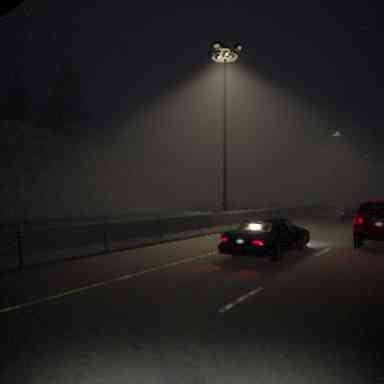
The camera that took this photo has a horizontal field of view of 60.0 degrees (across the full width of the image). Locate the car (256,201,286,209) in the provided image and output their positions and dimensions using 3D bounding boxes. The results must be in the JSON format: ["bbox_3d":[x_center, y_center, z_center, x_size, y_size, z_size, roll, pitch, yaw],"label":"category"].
[{"bbox_3d":[10.503,1.957,42.497,2.128,1.511,4.902,0,-1,35],"label":"car"}]

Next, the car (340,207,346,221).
[{"bbox_3d":[14.740,1.872,29.967,2.033,1.411,5.357,0,-1,35],"label":"car"}]

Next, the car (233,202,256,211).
[{"bbox_3d":[7.710,1.999,44.609,1.895,1.301,4.718,0,-1,35],"label":"car"}]

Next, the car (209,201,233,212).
[{"bbox_3d":[4.846,2.069,46.620,1.837,1.490,4.892,0,-1,35],"label":"car"}]

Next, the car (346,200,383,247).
[{"bbox_3d":[8.956,1.389,15.421,2.150,2.045,5.566,0,-1,35],"label":"car"}]

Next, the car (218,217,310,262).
[{"bbox_3d":[2.989,1.689,12.929,2.033,1.411,5.357,0,-1,35],"label":"car"}]

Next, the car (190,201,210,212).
[{"bbox_3d":[1.663,2.036,48.178,1.837,1.490,4.892,0,-1,35],"label":"car"}]
